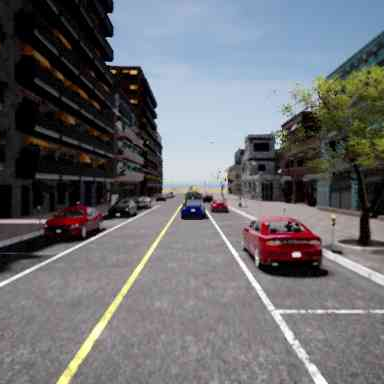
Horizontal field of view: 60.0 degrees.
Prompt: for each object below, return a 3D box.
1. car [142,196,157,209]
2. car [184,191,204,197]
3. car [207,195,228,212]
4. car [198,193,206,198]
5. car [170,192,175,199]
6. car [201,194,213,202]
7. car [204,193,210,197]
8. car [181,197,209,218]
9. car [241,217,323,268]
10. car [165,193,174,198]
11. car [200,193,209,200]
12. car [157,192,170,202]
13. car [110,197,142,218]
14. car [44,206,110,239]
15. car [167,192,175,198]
[{"bbox_3d":[-5.702,1.233,39.175,2.008,1.369,4.403,-1,0,0],"label":"car"},{"bbox_3d":[0.100,0.850,46.071,2.150,2.045,5.566,0,1,0],"label":"car"},{"bbox_3d":[2.679,1.310,33.471,1.802,1.307,4.206,-1,0,0],"label":"car"},{"bbox_3d":[2.675,0.842,90.243,1.947,1.339,4.313,-1,0,0],"label":"car"},{"bbox_3d":[-5.705,0.948,78.917,1.802,1.307,4.206,-1,0,0],"label":"car"},{"bbox_3d":[2.677,1.053,61.856,2.008,1.369,4.403,-1,0,0],"label":"car"},{"bbox_3d":[2.677,1.113,56.179,1.947,1.339,4.313,-1,0,0],"label":"car"},{"bbox_3d":[0.098,1.343,27.245,1.994,1.385,4.181,0,1,0],"label":"car"},{"bbox_3d":[2.679,1.456,10.761,1.887,1.381,4.507,-1,0,0],"label":"car"},{"bbox_3d":[-5.705,0.887,84.594,1.947,1.339,4.313,-1,0,0],"label":"car"},{"bbox_3d":[2.676,0.956,73.211,1.887,1.381,4.507,-1,0,0],"label":"car"},{"bbox_3d":[-5.705,1.068,61.885,1.947,1.339,4.313,-1,0,0],"label":"car"},{"bbox_3d":[-5.702,1.340,27.821,1.947,1.339,4.313,-1,0,0],"label":"car"},{"bbox_3d":[-5.701,1.410,16.467,1.887,1.381,4.507,-1,0,0],"label":"car"},{"bbox_3d":[-5.707,0.716,90.270,1.967,1.590,4.097,-1,0,0],"label":"car"}]
